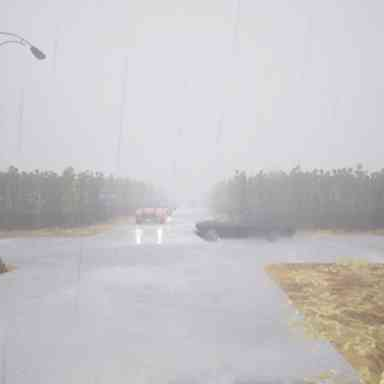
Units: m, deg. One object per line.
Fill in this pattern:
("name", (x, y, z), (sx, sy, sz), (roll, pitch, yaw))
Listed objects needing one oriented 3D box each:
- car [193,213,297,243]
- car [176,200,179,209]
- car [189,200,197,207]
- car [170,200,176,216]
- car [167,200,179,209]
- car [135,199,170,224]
("car", (2.410, 1.677, 15.955), (4.718, 1.301, 1.895), (1, 0, 0))
("car", (-3.106, 1.805, 44.239), (1.994, 1.385, 4.181), (0, -1, 0))
("car", (0.228, 2.335, 69.446), (2.033, 1.411, 5.357), (0, -1, 0))
("car", (-3.131, 1.542, 35.207), (2.097, 1.767, 4.553), (0, 0, 0))
("car", (-3.069, 2.024, 54.518), (1.812, 1.442, 4.674), (0, -2, 0))
("car", (-3.149, 1.506, 26.437), (2.097, 1.767, 4.553), (0, -1, 0))
